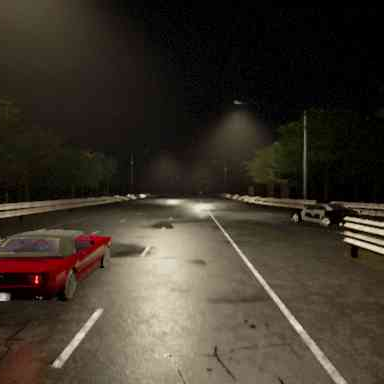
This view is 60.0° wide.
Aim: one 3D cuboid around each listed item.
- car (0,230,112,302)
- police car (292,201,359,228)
[{"bbox_3d":[-3.390,1.589,8.190,1.895,1.301,4.718,0,0,0],"label":"car"},{"bbox_3d":[8.619,1.394,22.151,1.930,1.638,5.238,0,0,-18],"label":"police car"}]
